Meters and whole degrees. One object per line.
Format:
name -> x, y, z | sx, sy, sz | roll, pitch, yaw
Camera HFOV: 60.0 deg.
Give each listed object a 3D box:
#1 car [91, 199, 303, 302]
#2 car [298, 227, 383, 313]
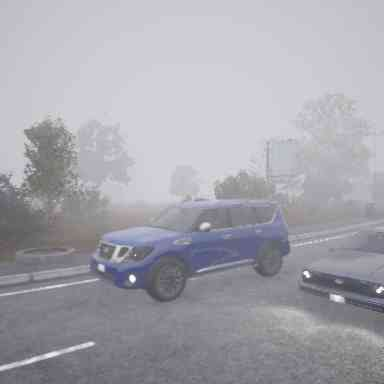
car -> 0.269, 1.240, 8.715 | 5.566, 2.045, 2.150 | 0, 0, -38
car -> 4.712, 1.558, 7.766 | 5.357, 1.411, 2.033 | 0, 0, -39
